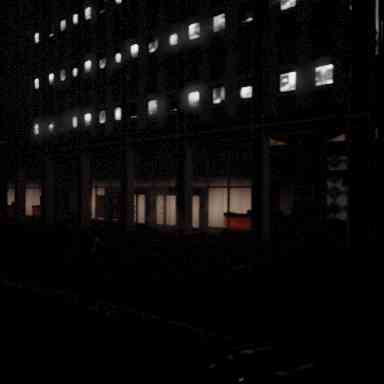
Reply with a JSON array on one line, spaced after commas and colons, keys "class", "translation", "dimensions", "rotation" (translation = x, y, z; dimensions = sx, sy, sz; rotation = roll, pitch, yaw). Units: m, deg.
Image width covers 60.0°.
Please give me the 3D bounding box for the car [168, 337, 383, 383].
[{"class": "car", "translation": [1.588, 1.562, 1.729], "dimensions": [4.313, 1.339, 1.947], "rotation": [-1, 1, 36]}]
